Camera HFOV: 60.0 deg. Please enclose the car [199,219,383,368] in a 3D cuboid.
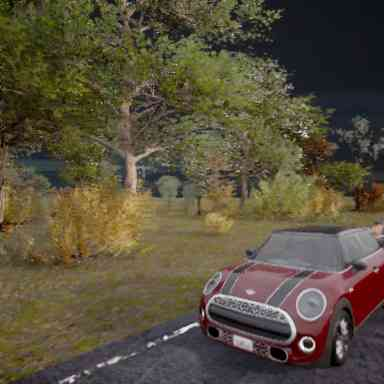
[{"bbox_3d":[2.174,1.455,6.152,2.097,1.767,4.553,-1,-1,42],"label":"car"}]
